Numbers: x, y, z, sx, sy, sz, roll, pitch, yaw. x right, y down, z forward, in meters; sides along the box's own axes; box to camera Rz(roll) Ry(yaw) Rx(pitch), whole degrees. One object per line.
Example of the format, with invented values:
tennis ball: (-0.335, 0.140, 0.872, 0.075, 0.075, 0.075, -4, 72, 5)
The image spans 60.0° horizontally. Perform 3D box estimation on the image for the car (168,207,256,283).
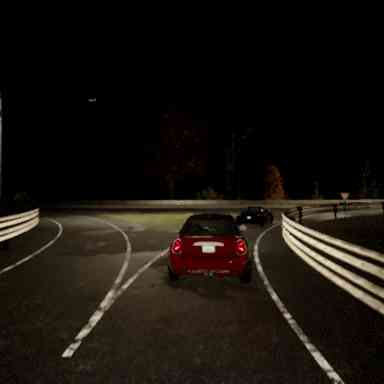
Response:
car: (0.616, 1.432, 10.201, 2.097, 1.767, 4.553, 0, -1, 6)

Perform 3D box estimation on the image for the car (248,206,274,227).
car: (4.783, 1.760, 24.829, 1.994, 1.385, 4.181, 0, -1, 25)
